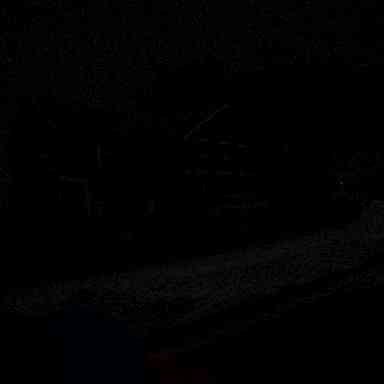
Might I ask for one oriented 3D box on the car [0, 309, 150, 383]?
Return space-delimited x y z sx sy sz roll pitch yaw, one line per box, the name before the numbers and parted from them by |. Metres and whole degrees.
car | -2.544 1.497 1.454 5.008 1.535 1.882 0 0 -36
